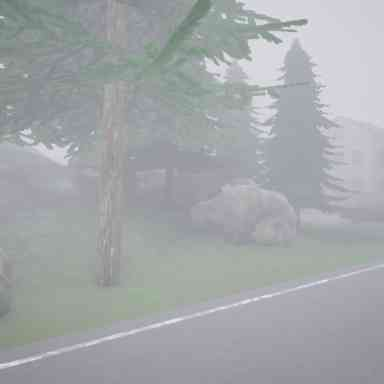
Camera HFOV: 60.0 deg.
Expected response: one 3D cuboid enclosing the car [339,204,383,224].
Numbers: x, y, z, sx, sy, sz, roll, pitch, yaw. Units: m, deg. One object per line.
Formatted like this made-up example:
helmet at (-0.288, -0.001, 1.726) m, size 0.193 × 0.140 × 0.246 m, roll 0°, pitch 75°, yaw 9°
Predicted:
car at (12.846, 1.532, 22.486) m, size 2.033 × 1.411 × 5.357 m, roll 0°, pitch 0°, yaw -36°
